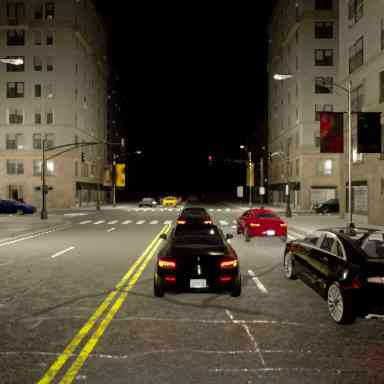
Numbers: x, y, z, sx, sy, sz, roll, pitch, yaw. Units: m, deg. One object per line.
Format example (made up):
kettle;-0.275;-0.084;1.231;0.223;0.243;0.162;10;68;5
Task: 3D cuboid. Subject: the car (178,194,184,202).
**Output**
car;-3.108;1.374;68.238;2.097;1.767;4.553;0;0;0

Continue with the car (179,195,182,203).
car;-3.197;1.622;58.786;1.895;1.301;4.718;0;0;0

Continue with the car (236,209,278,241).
car;3.285;1.529;16.152;1.812;1.442;4.674;0;0;0

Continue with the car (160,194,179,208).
car;-3.243;1.496;49.448;1.882;1.535;5.008;0;0;-1

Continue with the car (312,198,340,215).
car;14.838;1.411;34.406;4.553;1.767;2.097;0;0;1

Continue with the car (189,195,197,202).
car;0.177;1.614;78.546;1.895;1.301;4.718;0;0;0

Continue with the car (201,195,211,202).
car;3.425;1.558;78.092;2.033;1.411;5.357;0;0;0

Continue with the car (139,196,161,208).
car;-6.459;1.566;49.161;2.033;1.411;5.357;0;0;4

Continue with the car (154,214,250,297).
car;0.115;1.527;8.457;1.812;1.442;4.674;0;0;0

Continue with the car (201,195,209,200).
car;3.449;1.443;88.511;1.994;1.385;4.181;0;0;0

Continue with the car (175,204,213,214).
car;0.137;1.530;17.366;1.812;1.442;4.674;0;0;0

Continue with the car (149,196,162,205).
car;-6.447;1.526;58.900;1.837;1.490;4.892;0;0;0

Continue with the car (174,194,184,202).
car;-3.075;1.355;78.199;2.097;1.767;4.553;0;0;0

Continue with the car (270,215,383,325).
car;3.353;1.493;7.057;2.128;1.511;4.902;0;0;1

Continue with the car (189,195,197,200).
car;0.199;1.443;88.519;1.994;1.385;4.181;0;0;0

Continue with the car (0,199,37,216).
car;-17.354;1.465;31.583;5.008;1.535;1.882;0;0;3

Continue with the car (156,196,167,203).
car;-6.345;1.548;69.053;1.812;1.442;4.674;0;0;0
